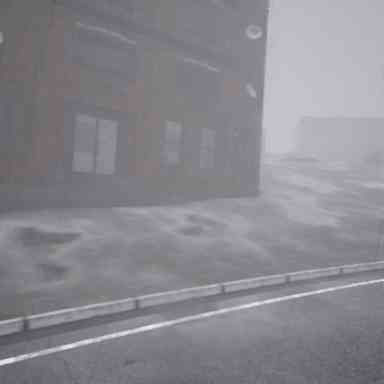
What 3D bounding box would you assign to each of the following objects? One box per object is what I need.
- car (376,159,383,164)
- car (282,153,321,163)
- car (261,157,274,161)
[{"bbox_3d":[24.015,-3.238,38.601,4.892,1.521,2.231,3,-2,9],"label":"car"},{"bbox_3d":[13.240,-3.856,40.408,4.553,1.767,2.185,3,-2,9],"label":"car"},{"bbox_3d":[7.819,-3.936,41.307,4.674,1.452,2.002,3,-2,9],"label":"car"}]
